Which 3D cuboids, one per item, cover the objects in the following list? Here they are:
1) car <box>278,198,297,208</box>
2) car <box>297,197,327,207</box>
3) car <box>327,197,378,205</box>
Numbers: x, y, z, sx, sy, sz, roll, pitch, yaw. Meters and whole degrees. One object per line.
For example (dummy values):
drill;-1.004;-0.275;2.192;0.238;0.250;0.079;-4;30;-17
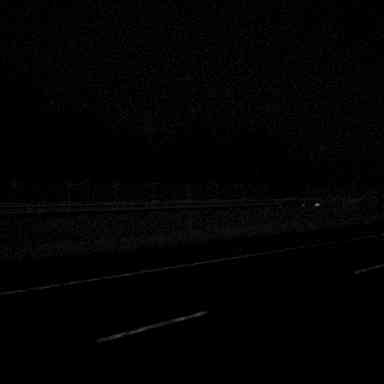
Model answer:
car;11.929;1.483;38.264;4.902;1.511;2.128;0;0;-35
car;13.676;1.343;35.215;4.553;1.767;2.097;0;0;-35
car;15.627;1.469;32.310;5.008;1.535;1.882;0;0;-35
